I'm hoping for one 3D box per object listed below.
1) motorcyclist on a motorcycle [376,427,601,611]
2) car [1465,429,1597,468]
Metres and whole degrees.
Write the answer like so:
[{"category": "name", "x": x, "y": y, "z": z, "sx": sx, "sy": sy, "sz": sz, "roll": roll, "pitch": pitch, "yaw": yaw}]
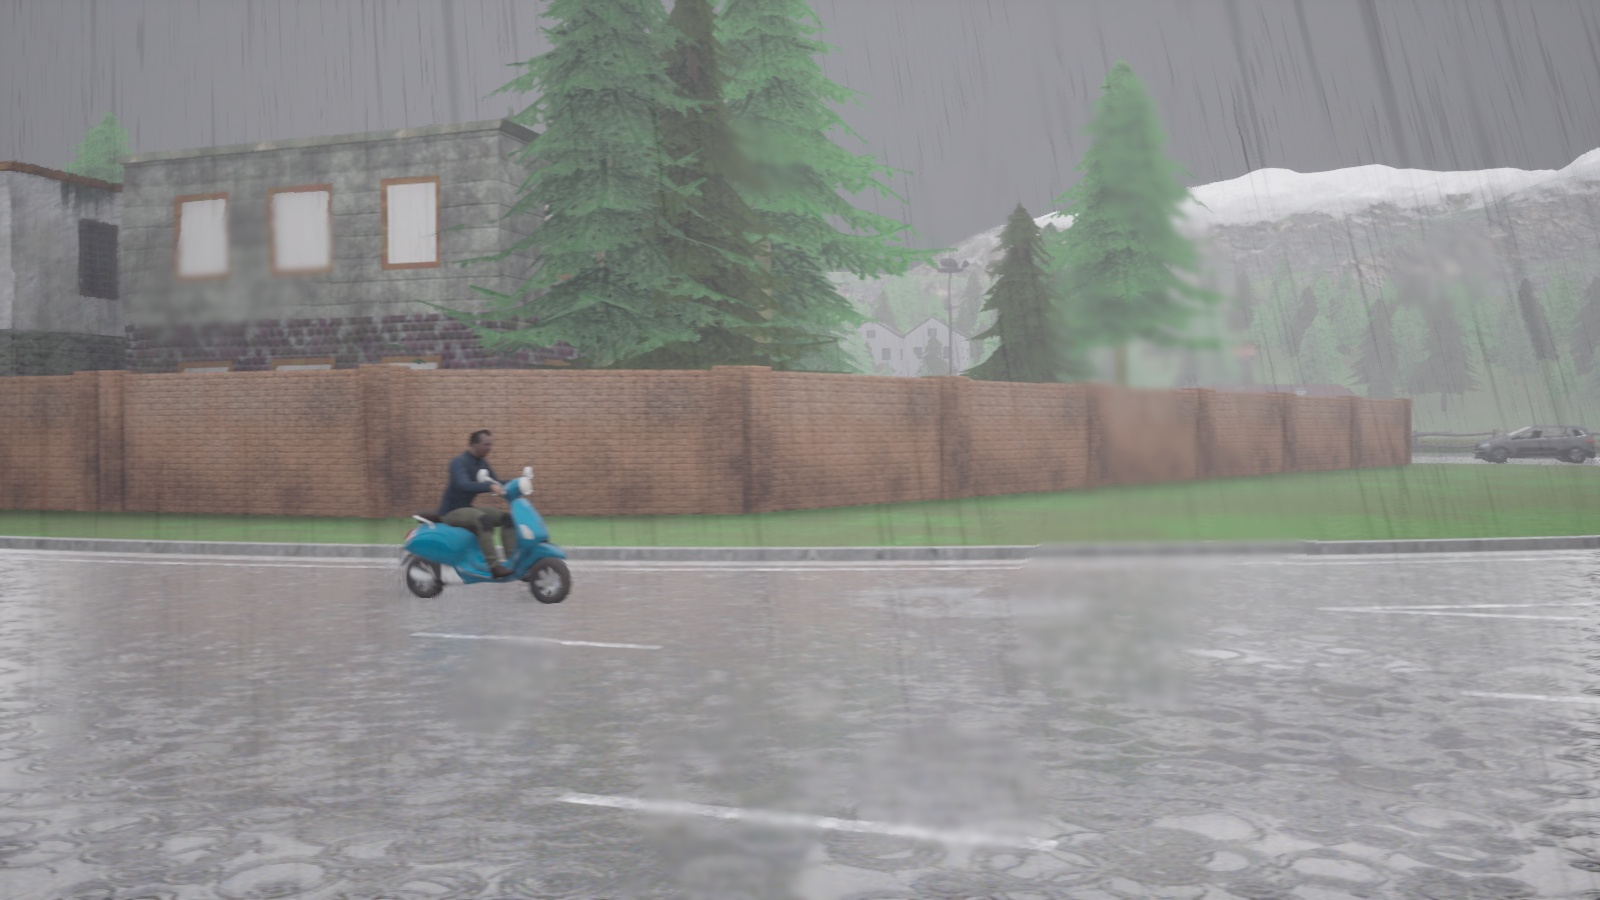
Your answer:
[{"category": "motorcyclist on a motorcycle", "x": -2.850, "y": 0.584, "z": 11.536, "sx": 1.817, "sy": 1.590, "sz": 0.866, "roll": 1, "pitch": 1, "yaw": 19}, {"category": "car", "x": 31.841, "y": -0.088, "z": 54.879, "sx": 4.611, "sy": 1.667, "sz": 2.242, "roll": 1, "pitch": 1, "yaw": 19}]
